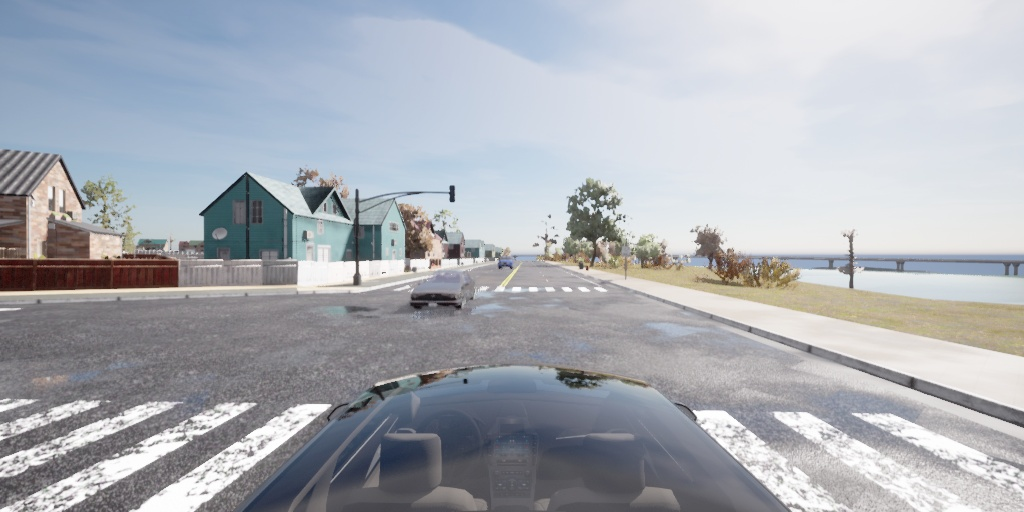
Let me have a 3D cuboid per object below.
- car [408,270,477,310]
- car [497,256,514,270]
[{"bbox_3d":[-2.623,1.298,15.001,2.033,1.411,5.357,0,0,2],"label":"car"},{"bbox_3d":[-0.948,0.995,54.782,2.150,2.045,5.566,0,0,2],"label":"car"}]
